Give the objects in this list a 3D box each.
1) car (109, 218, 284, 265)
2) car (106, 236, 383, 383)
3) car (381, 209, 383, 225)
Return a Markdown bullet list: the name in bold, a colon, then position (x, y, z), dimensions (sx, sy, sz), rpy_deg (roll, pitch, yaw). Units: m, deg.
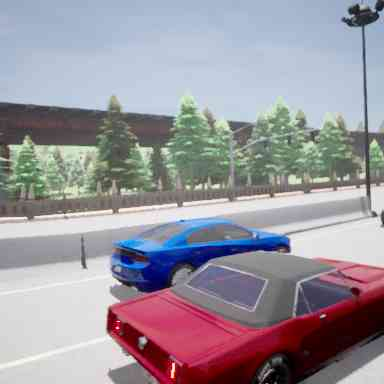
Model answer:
- **car**: position (0.449, 1.399, 8.392), dimensions (5.008, 1.535, 1.882), rpy_deg (-2, 1, -36)
- **car**: position (1.355, 1.552, 4.732), dimensions (4.718, 1.301, 1.895), rpy_deg (-2, 1, -36)
- **car**: position (10.846, 0.843, 15.881), dimensions (4.181, 1.385, 1.994), rpy_deg (-4, 2, -36)
